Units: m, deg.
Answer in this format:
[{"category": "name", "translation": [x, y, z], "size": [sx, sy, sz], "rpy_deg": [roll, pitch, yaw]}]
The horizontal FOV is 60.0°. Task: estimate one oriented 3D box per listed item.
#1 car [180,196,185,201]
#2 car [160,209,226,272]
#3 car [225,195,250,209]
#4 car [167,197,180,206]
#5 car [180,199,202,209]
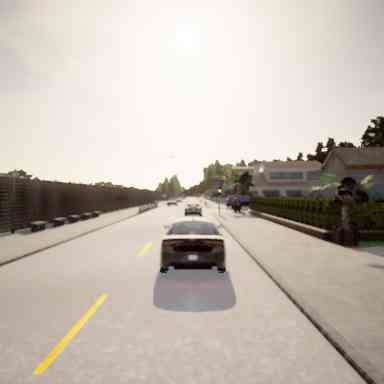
[{"category": "car", "translation": [-3.696, 2.183, 91.298], "size": [2.033, 1.411, 5.357], "rpy_deg": [0, 0, 0]}, {"category": "car", "translation": [0.033, 1.557, 11.157], "size": [1.882, 1.535, 5.008], "rpy_deg": [0, 0, 0]}, {"category": "car", "translation": [7.957, 1.537, 51.335], "size": [5.566, 2.045, 2.150], "rpy_deg": [-1, 3, 3]}, {"category": "car", "translation": [-3.789, 1.975, 63.911], "size": [1.812, 1.442, 4.674], "rpy_deg": [0, 0, 0]}, {"category": "car", "translation": [0.114, 1.790, 34.154], "size": [2.033, 1.411, 5.357], "rpy_deg": [0, 0, 0]}]
